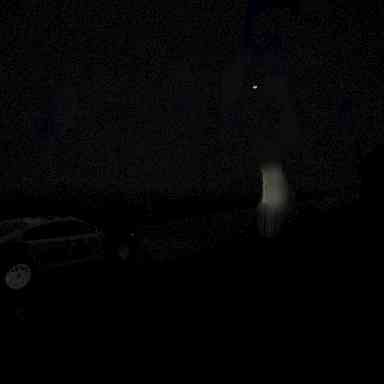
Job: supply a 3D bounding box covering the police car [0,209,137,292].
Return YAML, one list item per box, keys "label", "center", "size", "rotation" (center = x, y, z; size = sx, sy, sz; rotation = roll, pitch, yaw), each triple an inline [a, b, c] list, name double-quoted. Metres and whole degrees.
- label: "police car"
  center: [-3.623, 1.297, 8.968]
  size: [1.930, 1.638, 5.238]
  rotation: [2, 3, 34]
